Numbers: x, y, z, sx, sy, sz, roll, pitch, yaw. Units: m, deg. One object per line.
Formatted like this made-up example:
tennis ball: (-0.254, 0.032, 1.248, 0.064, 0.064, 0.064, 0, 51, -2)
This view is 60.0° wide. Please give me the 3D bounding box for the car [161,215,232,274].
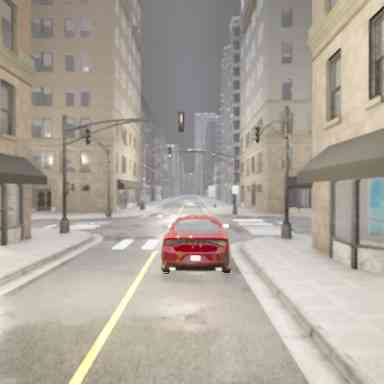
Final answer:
car: (0.184, 1.472, 10.640, 1.882, 1.535, 5.008, 0, 0, 2)
